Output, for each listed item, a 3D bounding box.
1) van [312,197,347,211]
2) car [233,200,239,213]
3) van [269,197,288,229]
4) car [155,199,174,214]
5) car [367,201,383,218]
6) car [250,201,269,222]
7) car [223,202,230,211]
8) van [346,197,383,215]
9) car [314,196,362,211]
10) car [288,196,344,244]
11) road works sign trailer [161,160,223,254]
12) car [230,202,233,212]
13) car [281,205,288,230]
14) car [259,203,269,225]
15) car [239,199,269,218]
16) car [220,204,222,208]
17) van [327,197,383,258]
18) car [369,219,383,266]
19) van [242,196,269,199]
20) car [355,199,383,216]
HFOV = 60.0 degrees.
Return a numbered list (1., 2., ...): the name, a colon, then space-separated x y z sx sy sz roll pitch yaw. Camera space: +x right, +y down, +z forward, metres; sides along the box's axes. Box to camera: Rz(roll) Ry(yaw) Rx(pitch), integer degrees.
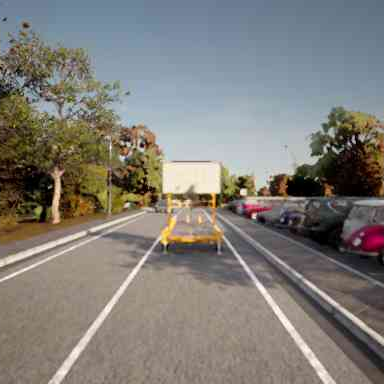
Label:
1. van: 20.325 1.725 49.225 4.442 1.987 1.878 0 -1 0
2. car: 7.106 1.783 35.476 4.674 1.452 2.002 0 -1 0
3. van: 6.957 1.293 18.824 4.442 1.987 1.878 0 -1 0
4. car: -3.308 1.686 40.693 2.097 1.767 4.553 0 -1 0
5. car: 20.173 1.703 32.610 5.008 1.535 2.097 0 -1 0
6. car: 7.053 1.623 24.373 4.792 1.488 2.163 0 -1 0
7. car: 7.085 1.566 41.031 5.566 2.045 2.435 0 -1 0
8. van: 20.304 1.550 38.027 4.442 1.987 1.878 0 -1 0
9. car: 20.230 1.644 46.334 5.566 2.045 2.435 0 -1 0
10. car: 7.092 1.208 13.288 5.566 2.045 2.435 0 0 0
11. road works sign trailer: -0.017 0.501 13.633 2.380 3.560 2.880 0 0 -1
12. car: 7.138 1.809 38.251 4.792 1.488 2.163 0 -1 0
13. car: 7.098 1.511 16.038 4.792 1.488 2.163 0 0 0
14. car: 7.081 1.596 21.596 4.674 1.452 2.002 0 -1 0
15. car: 7.099 1.668 29.924 5.008 1.535 2.097 0 -1 0
16. car: 7.133 1.955 49.347 4.892 1.521 2.231 0 -1 0
17. van: 6.942 1.241 10.512 4.442 1.987 1.878 0 0 0
18. car: 7.057 1.515 7.736 4.674 1.452 2.002 0 0 0
19. van: 7.215 1.479 32.703 4.442 1.987 1.878 0 -1 0
20. car: 20.151 1.613 35.257 4.553 1.767 2.185 0 -1 0
